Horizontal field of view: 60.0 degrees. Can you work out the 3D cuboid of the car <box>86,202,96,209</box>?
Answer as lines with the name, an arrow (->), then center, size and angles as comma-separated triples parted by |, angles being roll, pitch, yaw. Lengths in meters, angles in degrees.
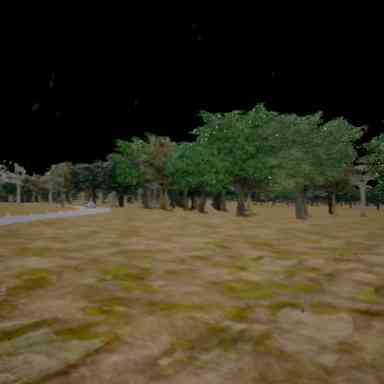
car -> -24.428, 3.177, 80.421 | 2.097, 1.767, 4.553 | 1, -1, -19

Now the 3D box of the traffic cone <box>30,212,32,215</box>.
traffic cone -> -21.455, 2.789, 44.297 | 0.340, 0.580, 0.340 | 0, -2, 3

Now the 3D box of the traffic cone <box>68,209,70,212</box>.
traffic cone -> -21.799, 3.199, 58.850 | 0.340, 0.580, 0.340 | 0, -2, -6

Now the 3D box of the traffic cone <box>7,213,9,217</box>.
traffic cone -> -21.846, 2.655, 39.455 | 0.340, 0.580, 0.340 | 0, -2, 6
